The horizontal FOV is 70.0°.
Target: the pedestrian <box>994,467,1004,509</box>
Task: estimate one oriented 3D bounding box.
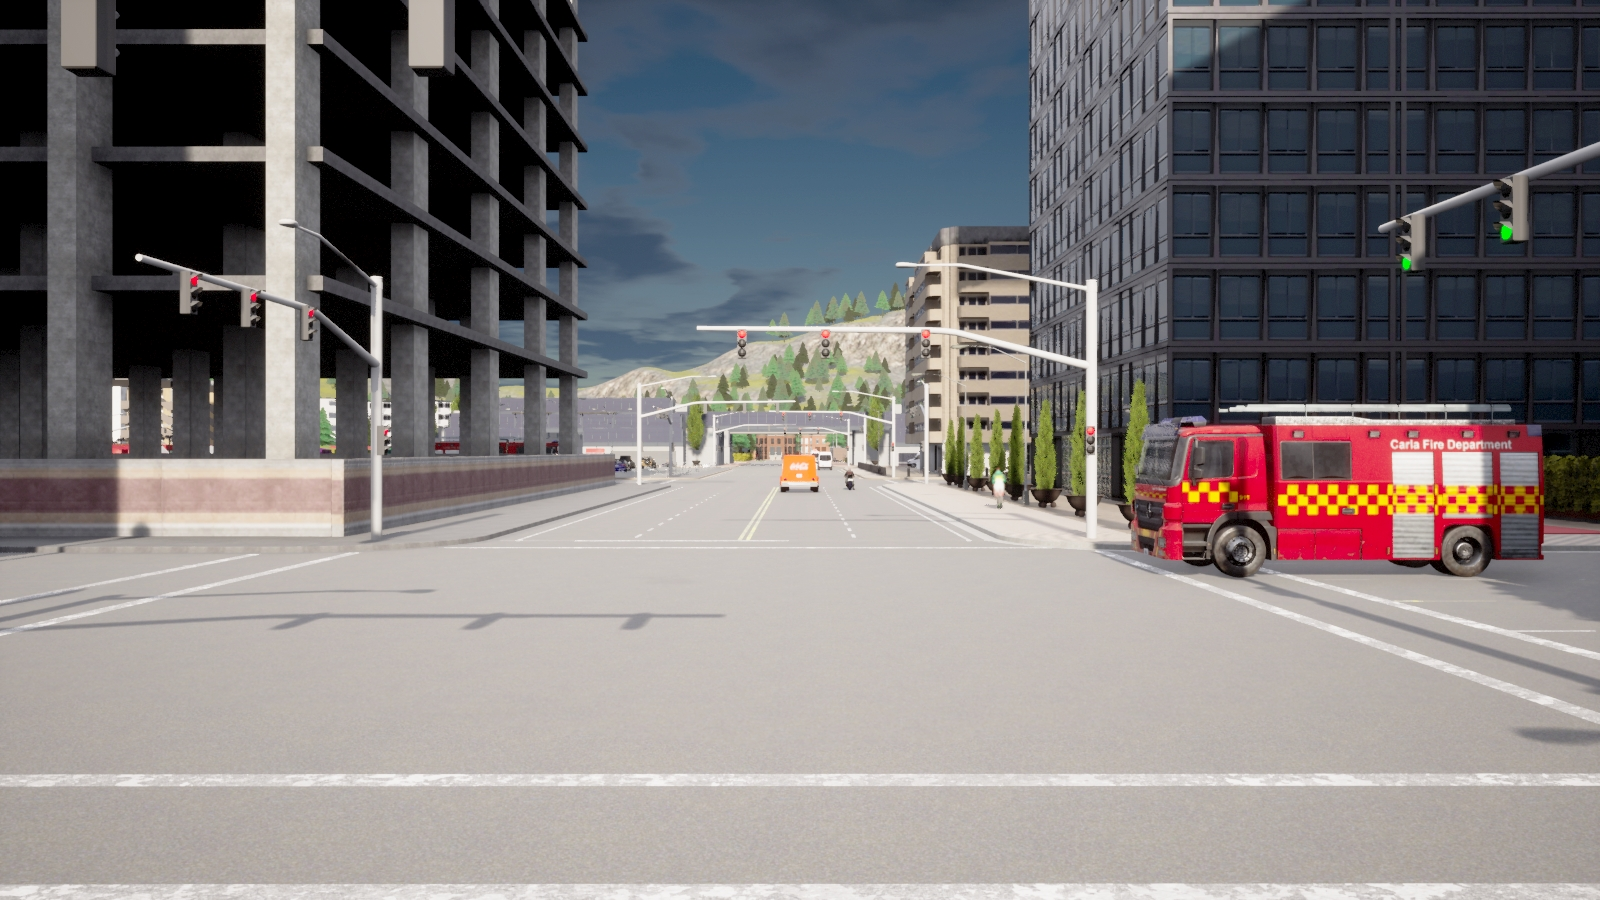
[{"bbox_3d":[8.961,1.693,51.332,0.375,1.860,0.375,0,0,-1],"label":"pedestrian"}]

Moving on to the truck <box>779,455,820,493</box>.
[{"bbox_3d":[-0.023,1.564,76.782,2.627,2.467,5.204,0,0,0],"label":"truck"}]

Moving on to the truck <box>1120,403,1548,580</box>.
[{"bbox_3d":[11.970,0.889,26.163,8.468,3.827,2.891,0,0,-1],"label":"truck"}]
